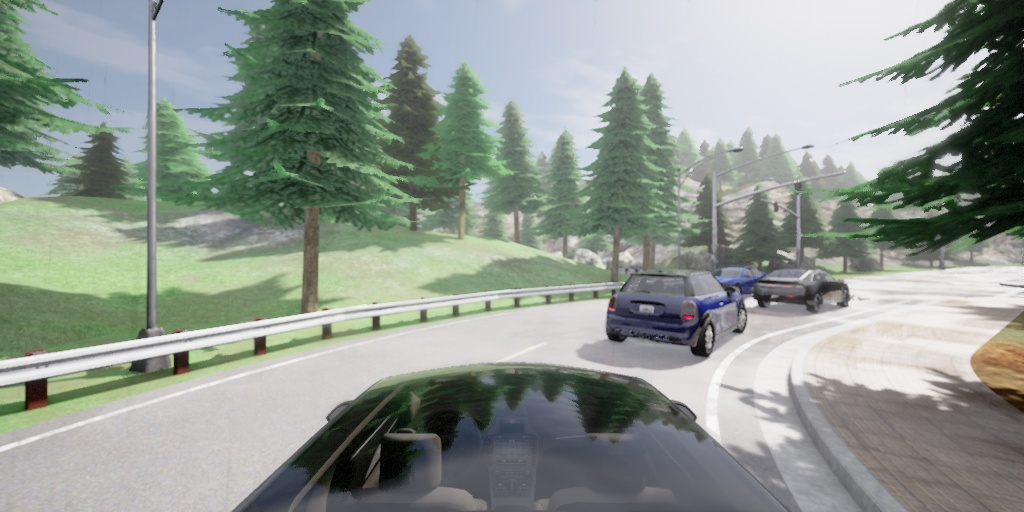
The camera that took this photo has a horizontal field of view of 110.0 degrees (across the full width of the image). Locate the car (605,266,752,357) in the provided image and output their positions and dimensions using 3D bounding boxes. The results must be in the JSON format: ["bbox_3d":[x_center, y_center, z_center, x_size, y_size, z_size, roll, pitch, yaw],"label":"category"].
[{"bbox_3d":[4.222,1.112,8.922,2.097,1.767,4.553,0,0,43],"label":"car"}]

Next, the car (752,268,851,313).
[{"bbox_3d":[11.435,1.262,14.088,4.902,1.511,2.128,0,0,-32],"label":"car"}]

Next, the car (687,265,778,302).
[{"bbox_3d":[11.301,1.297,18.270,5.008,1.535,1.882,0,0,-32],"label":"car"}]
